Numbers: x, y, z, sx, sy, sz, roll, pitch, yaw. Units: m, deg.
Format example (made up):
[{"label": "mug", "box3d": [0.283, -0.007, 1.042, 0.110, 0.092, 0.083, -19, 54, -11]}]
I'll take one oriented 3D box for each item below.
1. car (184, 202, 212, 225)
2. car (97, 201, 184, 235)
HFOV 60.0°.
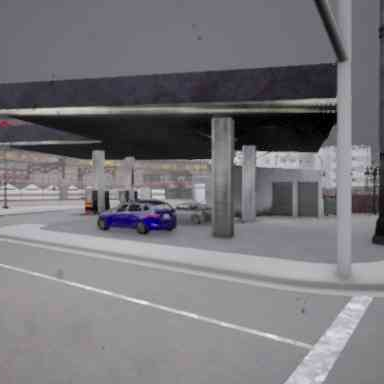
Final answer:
[{"label": "car", "box3d": [-0.342, 1.444, 23.097, 3.806, 1.475, 1.970, 0, 0, 36]}, {"label": "car", "box3d": [-3.057, 1.284, 17.977, 4.611, 1.667, 2.242, 0, 0, 36]}]
